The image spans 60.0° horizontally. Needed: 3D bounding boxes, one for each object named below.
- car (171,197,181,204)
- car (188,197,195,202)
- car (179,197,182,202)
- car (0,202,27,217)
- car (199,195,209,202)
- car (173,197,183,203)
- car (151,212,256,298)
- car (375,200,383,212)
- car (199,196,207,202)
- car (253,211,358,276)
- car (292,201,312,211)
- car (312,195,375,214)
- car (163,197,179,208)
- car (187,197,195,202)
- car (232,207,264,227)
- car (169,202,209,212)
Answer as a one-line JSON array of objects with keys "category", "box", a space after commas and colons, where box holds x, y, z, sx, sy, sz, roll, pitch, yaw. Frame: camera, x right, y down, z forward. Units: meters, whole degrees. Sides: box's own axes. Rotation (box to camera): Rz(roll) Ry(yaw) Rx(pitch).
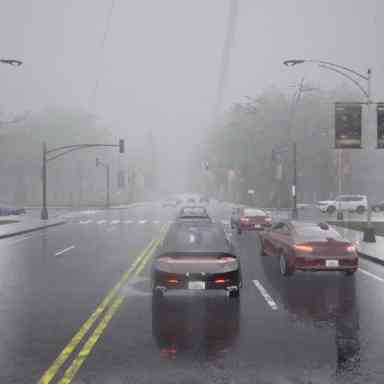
[{"category": "car", "box": [-3.395, 1.850, 71.314, 1.994, 1.385, 4.181, 0, -1, 0]}, {"category": "car", "box": [-0.189, 1.965, 92.995, 1.994, 1.385, 4.181, 0, -1, 0]}, {"category": "car", "box": [-3.440, 1.705, 61.404, 2.128, 1.511, 4.902, 0, 0, 0]}, {"category": "car", "box": [-18.223, 1.557, 30.551, 5.357, 1.411, 2.033, 0, 0, 0]}, {"category": "car", "box": [3.083, 1.642, 82.614, 2.150, 2.045, 5.566, 0, -1, 0]}, {"category": "car", "box": [-3.416, 1.946, 81.791, 2.033, 1.411, 5.357, 0, -1, 0]}, {"category": "car", "box": [0.083, 1.496, 8.498, 2.128, 1.511, 4.902, 0, 0, 0]}, {"category": "car", "box": [23.915, 1.695, 40.919, 5.008, 1.535, 1.882, 0, 0, 0]}, {"category": "car", "box": [3.061, 1.952, 93.002, 2.033, 1.411, 5.357, 0, -1, 0]}, {"category": "car", "box": [3.326, 1.533, 10.219, 1.812, 1.442, 4.674, 0, 0, 0]}, {"category": "car", "box": [14.784, 1.772, 40.829, 4.718, 1.301, 1.895, 0, 0, 0]}, {"category": "car", "box": [17.031, 1.399, 37.607, 5.566, 2.045, 2.150, 0, 0, -1]}, {"category": "car", "box": [-3.448, 1.760, 52.051, 1.895, 1.301, 4.718, 0, 0, 0]}, {"category": "car", "box": [-0.166, 1.893, 82.541, 1.882, 1.535, 5.008, 0, -1, 0]}, {"category": "car", "box": [3.322, 1.555, 19.027, 1.812, 1.442, 4.674, 0, 0, 1]}, {"category": "car", "box": [0.065, 1.517, 17.906, 2.128, 1.511, 4.902, 0, 0, 0]}]
